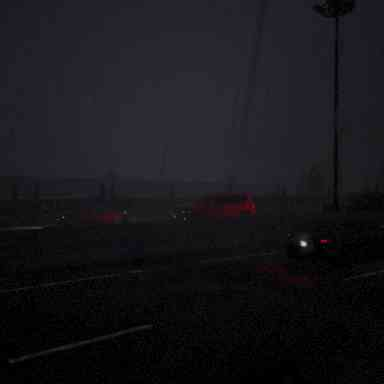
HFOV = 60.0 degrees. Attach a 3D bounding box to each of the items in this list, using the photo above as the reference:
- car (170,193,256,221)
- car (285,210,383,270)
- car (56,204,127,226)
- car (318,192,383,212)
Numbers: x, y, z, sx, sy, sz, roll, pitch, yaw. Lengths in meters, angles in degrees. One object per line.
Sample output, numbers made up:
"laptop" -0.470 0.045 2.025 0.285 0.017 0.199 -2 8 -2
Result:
"car" 1.426 1.084 20.908 5.566 2.045 2.150 0 0 -27
"car" 5.019 1.473 10.665 4.181 1.385 1.994 0 0 -29
"car" -6.144 1.446 20.565 4.181 1.385 1.994 0 0 -31
"car" 10.814 1.054 21.463 5.566 2.045 2.150 0 0 -22
